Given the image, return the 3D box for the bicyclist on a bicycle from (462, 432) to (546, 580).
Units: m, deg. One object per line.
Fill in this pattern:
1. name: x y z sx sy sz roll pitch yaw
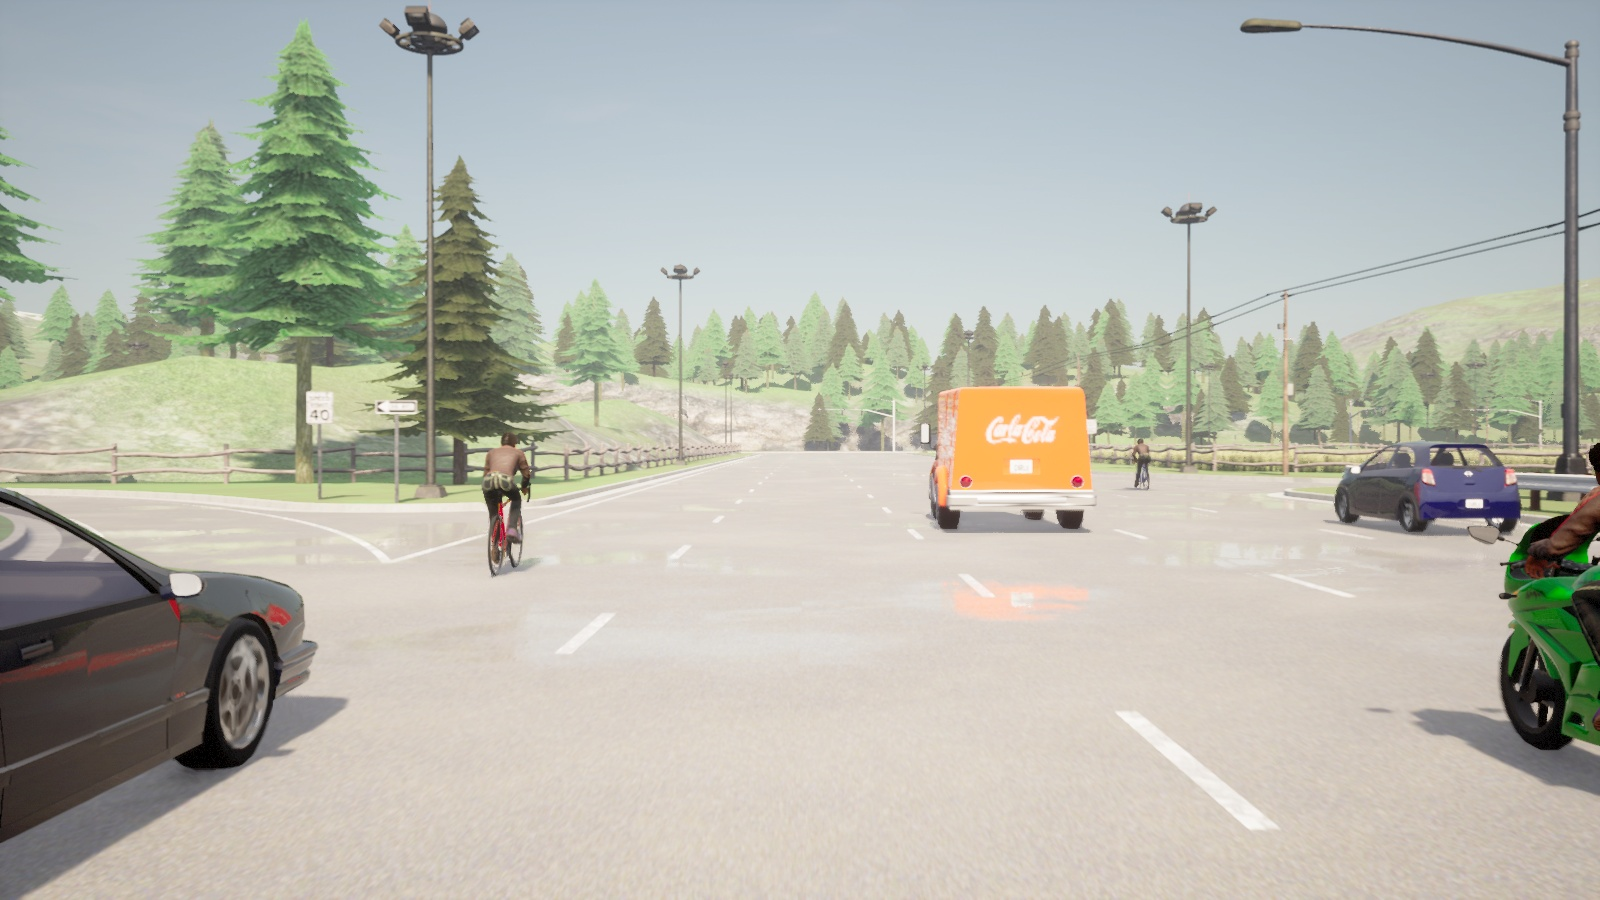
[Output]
1. bicyclist on a bicycle: -3.403 0.614 14.554 0.582 1.620 1.656 0 0 0

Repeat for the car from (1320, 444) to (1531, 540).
1. car: 10.638 0.648 21.671 1.845 1.501 3.633 0 1 0

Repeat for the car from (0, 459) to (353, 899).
1. car: -3.461 0.768 4.149 2.033 1.411 5.357 0 0 0

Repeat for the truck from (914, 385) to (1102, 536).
1. truck: 3.645 0.138 23.145 2.627 2.467 5.204 0 1 0

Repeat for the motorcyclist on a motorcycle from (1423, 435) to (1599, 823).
1. motorcyclist on a motorcycle: 3.546 0.701 5.331 0.797 1.523 2.044 0 0 0
